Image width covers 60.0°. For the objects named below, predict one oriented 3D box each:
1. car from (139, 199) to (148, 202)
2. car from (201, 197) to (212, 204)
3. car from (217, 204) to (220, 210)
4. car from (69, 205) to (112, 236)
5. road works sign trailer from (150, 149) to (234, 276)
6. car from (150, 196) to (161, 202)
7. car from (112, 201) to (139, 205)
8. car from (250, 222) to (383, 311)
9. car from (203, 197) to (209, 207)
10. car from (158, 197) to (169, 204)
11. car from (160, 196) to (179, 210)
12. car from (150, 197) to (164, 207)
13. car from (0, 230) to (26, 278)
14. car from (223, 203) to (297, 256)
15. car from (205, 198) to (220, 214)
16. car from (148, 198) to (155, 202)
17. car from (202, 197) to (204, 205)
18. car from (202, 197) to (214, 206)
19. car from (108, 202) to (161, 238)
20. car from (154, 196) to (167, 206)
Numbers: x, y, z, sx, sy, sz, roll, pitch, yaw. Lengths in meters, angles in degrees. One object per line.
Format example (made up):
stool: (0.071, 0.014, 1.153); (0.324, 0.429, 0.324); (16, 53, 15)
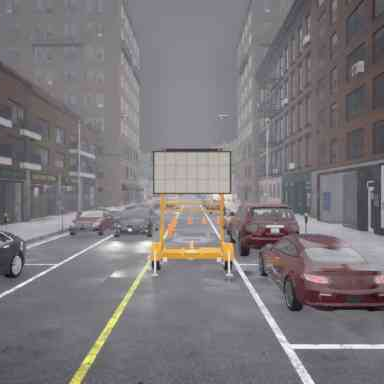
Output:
car: (-5.378, 1.545, 29.515); (1.887, 1.381, 4.507); (0, 0, 0)
car: (2.659, 1.585, 62.626); (1.947, 1.339, 4.313); (0, 0, 0)
car: (2.639, 1.525, 18.648); (1.752, 1.417, 4.829); (0, 0, 0)
car: (-5.382, 1.582, 18.477); (1.802, 1.307, 4.206); (0, 0, 0)
road works sign trailer: (0.003, 0.464, 10.330); (2.380, 3.560, 2.880); (0, 0, 0)
car: (-5.374, 1.553, 40.552); (2.008, 1.369, 4.403); (0, 0, 0)
car: (-5.380, 1.551, 23.996); (2.008, 1.369, 4.403); (0, 0, 0)
car: (2.639, 1.582, 7.443); (1.802, 1.307, 4.206); (0, 0, 0)
car: (2.651, 1.584, 40.553); (1.802, 1.307, 4.206); (0, 0, 0)
car: (-5.366, 1.601, 62.628); (1.802, 1.307, 4.206); (0, 0, 0)
car: (-2.735, 1.482, 43.095); (1.882, 1.535, 5.008); (0, 0, 0)
car: (-5.370, 1.535, 51.419); (1.752, 1.417, 4.829); (0, 0, 0)
car: (-5.386, 1.551, 7.439); (2.008, 1.369, 4.403); (0, 0, 0)
car: (2.642, 1.315, 12.962); (2.192, 1.841, 5.009); (0, 0, 0)
car: (2.649, 1.583, 35.035); (1.802, 1.307, 4.206); (0, 0, 0)
car: (-5.376, 1.567, 35.034); (1.947, 1.339, 4.313); (0, 0, 0)
car: (2.653, 1.531, 46.241); (1.752, 1.417, 4.829); (0, 0, 0)
car: (2.657, 1.596, 57.107); (1.802, 1.307, 4.206); (0, 0, 0)
car: (-2.842, 1.505, 17.707); (1.837, 1.490, 4.892); (0, 0, 0)
car: (-5.368, 1.454, 57.109); (1.967, 1.590, 4.097); (0, 0, 0)
